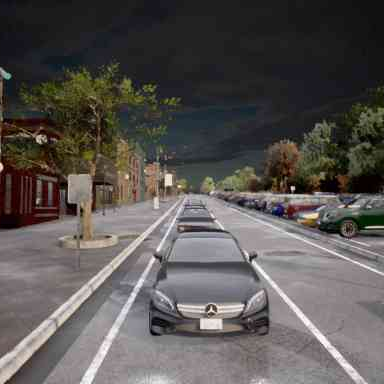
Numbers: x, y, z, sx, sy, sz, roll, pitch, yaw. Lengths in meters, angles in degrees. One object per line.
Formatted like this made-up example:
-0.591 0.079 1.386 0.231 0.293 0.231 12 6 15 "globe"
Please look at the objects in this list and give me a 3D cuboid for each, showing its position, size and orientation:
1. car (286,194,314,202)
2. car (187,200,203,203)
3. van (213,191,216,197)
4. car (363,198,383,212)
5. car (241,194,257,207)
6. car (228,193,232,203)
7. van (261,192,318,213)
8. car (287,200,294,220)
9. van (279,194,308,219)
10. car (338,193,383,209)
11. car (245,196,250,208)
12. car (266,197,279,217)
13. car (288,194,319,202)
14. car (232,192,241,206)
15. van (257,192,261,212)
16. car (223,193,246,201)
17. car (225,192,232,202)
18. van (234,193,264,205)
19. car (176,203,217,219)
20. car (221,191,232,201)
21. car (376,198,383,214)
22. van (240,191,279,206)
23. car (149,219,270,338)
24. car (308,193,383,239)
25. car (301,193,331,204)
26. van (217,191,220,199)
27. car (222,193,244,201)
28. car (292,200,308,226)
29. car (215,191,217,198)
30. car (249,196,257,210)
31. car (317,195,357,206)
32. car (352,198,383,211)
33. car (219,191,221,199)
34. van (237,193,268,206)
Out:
22.034 1.188 67.951 4.892 1.521 2.231 0 1 0 "car"
0.233 1.443 29.851 2.128 1.511 4.902 0 0 0 "car"
8.685 0.765 89.914 4.442 1.987 1.878 0 1 0 "van"
22.202 1.469 37.411 4.792 1.488 2.163 0 0 0 "car"
9.126 1.409 42.262 4.892 1.521 2.231 0 0 0 "car"
9.020 1.291 56.280 4.892 1.521 2.231 0 1 0 "car"
9.078 1.230 31.045 4.442 1.987 1.878 0 0 0 "van"
9.253 1.506 22.632 4.674 1.452 2.002 0 0 0 "car"
9.348 1.237 25.436 4.442 1.987 1.878 0 0 0 "van"
22.166 1.153 42.967 5.566 2.045 2.435 0 0 0 "car"
9.135 1.466 39.459 4.674 1.452 2.002 0 0 0 "car"
9.208 1.460 28.239 5.008 1.535 2.097 0 0 0 "car"
21.862 1.209 65.173 5.366 1.575 1.946 0 0 0 "car"
9.054 1.113 47.867 5.566 2.045 2.435 0 1 0 "car"
9.292 1.222 33.848 4.442 1.987 1.878 0 0 0 "van"
8.902 1.039 70.294 4.553 1.767 2.185 0 1 0 "car"
8.986 1.280 61.887 4.674 1.452 2.002 0 1 0 "car"
9.161 1.089 53.476 4.442 1.987 1.878 0 1 0 "van"
0.201 1.532 17.403 2.033 1.411 5.357 0 0 0 "car"
8.942 0.964 64.687 5.566 2.045 2.435 0 1 0 "car"
22.435 1.444 34.640 5.366 1.575 1.946 0 0 0 "car"
9.217 1.163 45.068 4.442 1.987 1.878 0 0 0 "van"
0.256 1.524 6.824 1.812 1.442 4.674 0 0 0 "car"
9.259 1.221 17.025 5.566 2.045 2.435 0 0 0 "car"
22.115 1.136 59.624 4.553 1.767 2.185 0 1 0 "car"
8.760 0.864 78.702 4.442 1.987 1.878 0 1 0 "van"
8.883 1.014 73.098 4.553 1.767 2.185 0 1 0 "car"
9.083 1.466 19.828 5.366 1.575 1.946 0 0 0 "car"
8.853 1.065 81.508 5.008 1.535 2.097 0 1 0 "car"
9.186 1.470 36.651 4.792 1.488 2.163 0 0 0 "car"
22.325 1.333 51.298 5.366 1.575 1.946 0 1 0 "car"
22.242 1.452 40.194 4.792 1.488 2.163 0 0 0 "car"
8.923 0.939 67.490 5.566 2.045 2.435 0 1 0 "car"
9.180 1.114 50.673 4.442 1.987 1.878 0 1 0 "van"
